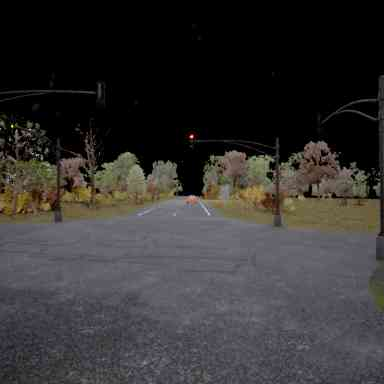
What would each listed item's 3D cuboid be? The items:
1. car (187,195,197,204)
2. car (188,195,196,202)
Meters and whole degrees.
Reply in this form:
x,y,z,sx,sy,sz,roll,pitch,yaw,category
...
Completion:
x,y,z,sx,sy,sz,roll,pitch,yaw,category
0.018,1.424,68.007,2.097,1.767,4.553,0,0,0,car
0.021,1.449,78.042,1.812,1.442,4.674,0,0,0,car
